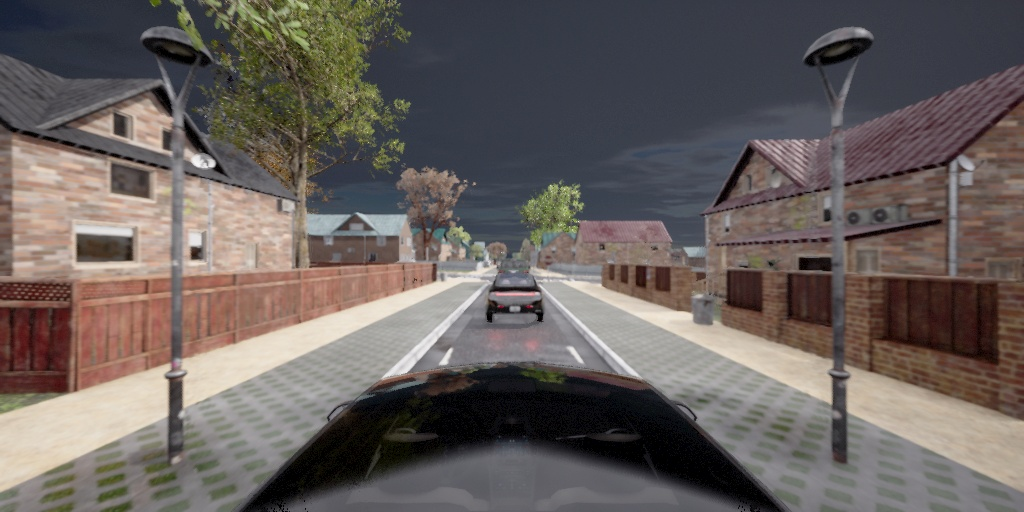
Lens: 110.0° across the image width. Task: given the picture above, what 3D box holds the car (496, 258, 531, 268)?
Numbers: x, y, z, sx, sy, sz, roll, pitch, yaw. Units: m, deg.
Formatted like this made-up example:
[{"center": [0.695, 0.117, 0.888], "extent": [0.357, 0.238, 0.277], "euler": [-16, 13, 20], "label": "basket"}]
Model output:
[{"center": [0.114, 1.181, 23.980], "extent": [2.150, 2.045, 5.566], "euler": [0, -1, 0], "label": "car"}]

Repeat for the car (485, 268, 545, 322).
[{"center": [0.098, 1.340, 12.718], "extent": [2.128, 1.511, 4.902], "euler": [0, -1, 0], "label": "car"}]
